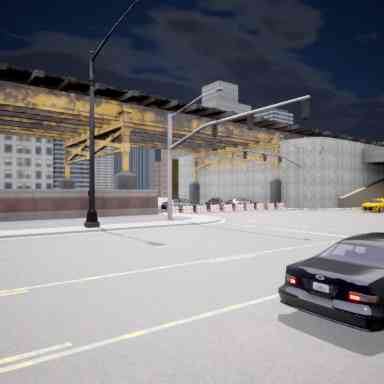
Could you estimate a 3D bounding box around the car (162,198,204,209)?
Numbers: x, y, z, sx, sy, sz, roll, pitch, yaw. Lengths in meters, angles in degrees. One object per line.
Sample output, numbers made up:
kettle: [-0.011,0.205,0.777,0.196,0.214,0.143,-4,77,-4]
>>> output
car: [-0.981,1.295,37.817,4.536,1.218,1.853,0,0,8]

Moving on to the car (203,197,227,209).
car: [2.831,1.295,40.545,1.853,1.218,4.536,0,0,18]

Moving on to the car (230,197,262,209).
car: [6.674,1.295,44.249,4.536,1.218,1.853,0,0,-7]

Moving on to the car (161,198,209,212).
car: [-0.930,1.453,37.810,4.974,1.542,2.038,0,0,8]

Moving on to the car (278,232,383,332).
car: [4.079,1.547,6.688,5.357,1.411,2.033,0,0,-35]

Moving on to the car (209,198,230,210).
car: [2.815,1.453,40.495,2.038,1.542,4.974,0,0,18]

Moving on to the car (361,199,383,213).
car: [20.415,1.478,36.369,5.008,1.535,1.882,0,0,-37]

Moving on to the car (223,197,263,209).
car: [6.725,1.453,44.255,4.974,1.542,2.038,0,0,-7]
